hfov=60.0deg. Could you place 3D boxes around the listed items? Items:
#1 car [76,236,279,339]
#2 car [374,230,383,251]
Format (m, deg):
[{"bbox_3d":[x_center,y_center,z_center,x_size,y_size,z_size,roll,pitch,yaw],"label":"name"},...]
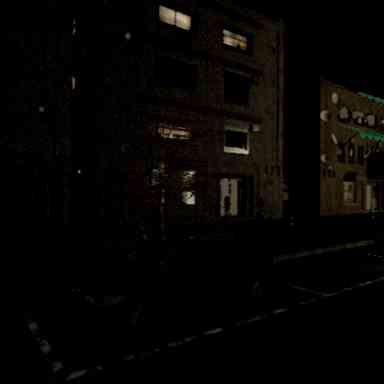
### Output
[{"bbox_3d":[-0.059,1.579,6.507,4.206,1.307,1.802,0,1,-35],"label":"car"},{"bbox_3d":[8.812,1.513,12.831,4.829,1.417,1.752,0,1,-35],"label":"car"}]
